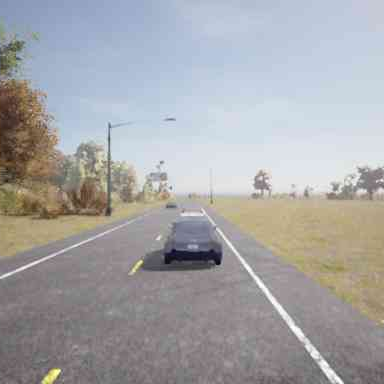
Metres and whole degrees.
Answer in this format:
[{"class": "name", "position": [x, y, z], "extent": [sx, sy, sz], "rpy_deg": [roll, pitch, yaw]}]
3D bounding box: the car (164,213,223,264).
[{"class": "car", "position": [0.048, 1.711, 12.474], "extent": [1.994, 1.385, 4.181], "rpy_deg": [0, -1, 0]}]

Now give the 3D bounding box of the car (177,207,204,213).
[{"class": "car", "position": [0.037, 1.912, 26.633], "extent": [1.895, 1.301, 4.718], "rpy_deg": [0, -1, 0]}]

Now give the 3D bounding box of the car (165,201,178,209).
[{"class": "car", "position": [-3.554, 2.247, 58.592], "extent": [1.994, 1.385, 4.181], "rpy_deg": [0, -1, 1]}]
